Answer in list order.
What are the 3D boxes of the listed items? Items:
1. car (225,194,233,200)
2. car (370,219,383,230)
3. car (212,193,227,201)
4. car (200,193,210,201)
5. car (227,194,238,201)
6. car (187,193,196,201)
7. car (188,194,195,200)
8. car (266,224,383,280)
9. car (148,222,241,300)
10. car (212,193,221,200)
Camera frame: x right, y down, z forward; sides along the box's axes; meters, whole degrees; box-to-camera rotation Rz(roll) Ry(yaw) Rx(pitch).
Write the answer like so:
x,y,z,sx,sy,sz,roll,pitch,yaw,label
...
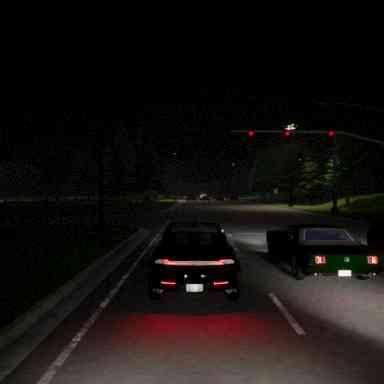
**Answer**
x,y,z,sx,sy,sz,roll,pitch,yaw,label
10.326,1.330,92.644,1.837,1.490,4.892,0,0,0,car
7.056,1.221,9.039,2.150,2.045,5.566,0,0,0,car
6.846,1.530,82.217,2.033,1.411,5.357,0,0,0,car
3.345,1.543,82.627,1.994,1.385,4.181,0,0,0,car
10.345,1.515,82.640,1.812,1.442,4.674,0,0,0,car
-0.154,1.215,82.234,2.150,2.045,5.566,0,0,0,car
-0.174,1.308,92.624,1.882,1.535,5.008,0,0,0,car
3.561,1.601,9.942,1.895,1.301,4.718,0,0,0,car
0.055,1.491,8.344,2.128,1.511,4.902,0,0,0,car
6.826,1.186,92.607,2.097,1.767,4.553,0,0,0,car
